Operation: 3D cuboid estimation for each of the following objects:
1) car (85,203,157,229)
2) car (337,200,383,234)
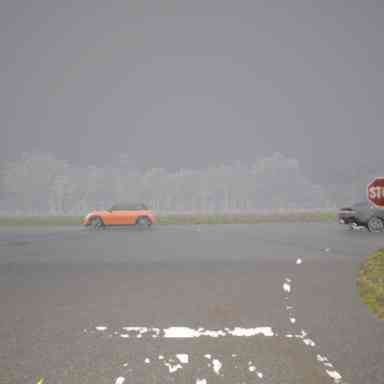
[{"bbox_3d":[-4.688,1.522,22.068,4.553,1.767,2.097,0,-2,0],"label":"car"},{"bbox_3d":[9.251,1.030,15.244,4.902,1.511,2.128,-2,-3,-1],"label":"car"}]
